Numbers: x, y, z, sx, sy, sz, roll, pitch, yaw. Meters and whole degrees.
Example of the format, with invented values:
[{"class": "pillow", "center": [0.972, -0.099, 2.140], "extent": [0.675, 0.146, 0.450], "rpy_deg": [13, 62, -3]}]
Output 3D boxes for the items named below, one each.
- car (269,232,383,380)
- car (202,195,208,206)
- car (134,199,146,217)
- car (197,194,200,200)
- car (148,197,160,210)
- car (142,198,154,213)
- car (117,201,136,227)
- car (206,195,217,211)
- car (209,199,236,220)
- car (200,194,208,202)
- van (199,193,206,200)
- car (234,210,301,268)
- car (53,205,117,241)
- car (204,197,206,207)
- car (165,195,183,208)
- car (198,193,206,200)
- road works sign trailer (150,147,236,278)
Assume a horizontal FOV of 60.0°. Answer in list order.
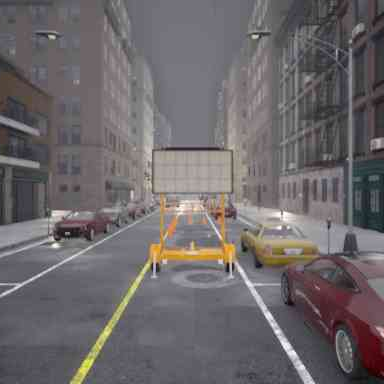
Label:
[{"class": "car", "center": [2.648, 1.579, 5.183], "extent": [1.802, 1.307, 4.206], "rpy_deg": [0, 0, 0]}, {"class": "car", "center": [2.729, 1.527, 44.959], "extent": [2.008, 1.369, 4.403], "rpy_deg": [0, 0, 0]}, {"class": "car", "center": [-5.331, 1.531, 27.929], "extent": [1.887, 1.381, 4.507], "rpy_deg": [0, 0, 0]}, {"class": "car", "center": [2.860, 1.270, 77.697], "extent": [2.192, 1.841, 5.009], "rpy_deg": [0, 0, 0]}, {"class": "car", "center": [-5.307, 1.420, 39.293], "extent": [1.967, 1.590, 4.097], "rpy_deg": [0, 0, 0]}, {"class": "car", "center": [-5.319, 1.549, 33.611], "extent": [1.947, 1.339, 4.313], "rpy_deg": [0, 0, 0]}, {"class": "car", "center": [-5.342, 1.540, 22.246], "extent": [2.008, 1.369, 4.403], "rpy_deg": [0, 0, 0]}, {"class": "car", "center": [2.706, 1.423, 33.595], "extent": [1.967, 1.590, 4.097], "rpy_deg": [0, 0, 0]}, {"class": "car", "center": [2.694, 1.531, 27.912], "extent": [1.887, 1.381, 4.507], "rpy_deg": [0, 0, 0]}, {"class": "car", "center": [2.741, 1.288, 50.641], "extent": [2.192, 1.841, 5.009], "rpy_deg": [0, 0, 0]}, {"class": "van", "center": [2.873, 1.289, 88.705], "extent": [1.690, 1.788, 3.998], "rpy_deg": [0, 0, 0]}, {"class": "car", "center": [2.660, 1.520, 11.035], "extent": [1.752, 1.417, 4.829], "rpy_deg": [0, 0, 0]}, {"class": "car", "center": [-5.354, 1.537, 16.564], "extent": [1.887, 1.381, 4.507], "rpy_deg": [0, 0, 0]}, {"class": "car", "center": [2.718, 1.524, 39.277], "extent": [1.887, 1.381, 4.507], "rpy_deg": [0, 0, 0]}, {"class": "car", "center": [-2.720, 1.523, 46.691], "extent": [2.033, 1.411, 5.357], "rpy_deg": [0, 0, 0]}, {"class": "car", "center": [2.880, 1.259, 94.209], "extent": [2.192, 1.841, 5.009], "rpy_deg": [0, 0, 0]}, {"class": "road works sign trailer", "center": [0.021, 0.460, 10.057], "extent": [2.380, 3.560, 2.880], "rpy_deg": [0, 0, 0]}]
